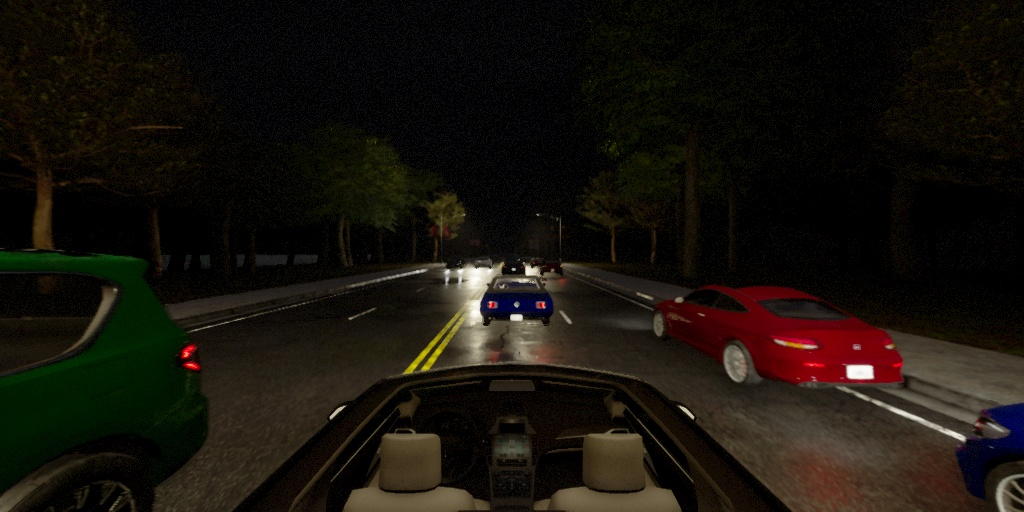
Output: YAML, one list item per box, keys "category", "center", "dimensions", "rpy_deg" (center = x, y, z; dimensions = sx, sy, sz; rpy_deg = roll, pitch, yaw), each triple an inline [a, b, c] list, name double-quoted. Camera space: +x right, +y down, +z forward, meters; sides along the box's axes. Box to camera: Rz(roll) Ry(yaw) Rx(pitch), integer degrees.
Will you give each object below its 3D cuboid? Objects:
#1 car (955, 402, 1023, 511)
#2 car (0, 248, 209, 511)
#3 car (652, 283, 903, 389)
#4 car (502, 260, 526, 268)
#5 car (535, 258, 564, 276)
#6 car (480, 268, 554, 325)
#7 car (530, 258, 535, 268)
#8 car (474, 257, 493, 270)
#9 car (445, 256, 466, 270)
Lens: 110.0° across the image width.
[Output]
- category: "car"
  center: [4.219, 1.292, 0.656]
  dimensions: [1.812, 1.442, 4.674]
  rpy_deg: [0, 1, 0]
- category: "car"
  center: [-3.358, 0.986, 0.342]
  dimensions: [2.150, 2.045, 5.566]
  rpy_deg: [0, 1, 0]
- category: "car"
  center: [4.240, 1.217, 6.662]
  dimensions: [1.812, 1.442, 4.674]
  rpy_deg: [0, 1, 0]
- category: "car"
  center: [0.129, 0.982, 29.704]
  dimensions: [1.994, 1.385, 4.181]
  rpy_deg: [0, 1, 0]
- category: "car"
  center: [3.337, 0.926, 31.479]
  dimensions: [1.812, 1.442, 4.674]
  rpy_deg: [0, 1, 0]
- category: "car"
  center: [0.125, 1.233, 11.233]
  dimensions: [1.895, 1.301, 4.718]
  rpy_deg: [0, 1, 0]
- category: "car"
  center: [3.264, 0.860, 45.335]
  dimensions: [1.895, 1.301, 4.718]
  rpy_deg: [0, 1, 0]
- category: "car"
  center: [-3.344, 0.810, 42.315]
  dimensions: [1.812, 1.442, 4.674]
  rpy_deg: [0, 1, 0]
- category: "car"
  center: [-6.593, 0.784, 42.289]
  dimensions: [1.837, 1.490, 4.892]
  rpy_deg: [0, 1, 0]
